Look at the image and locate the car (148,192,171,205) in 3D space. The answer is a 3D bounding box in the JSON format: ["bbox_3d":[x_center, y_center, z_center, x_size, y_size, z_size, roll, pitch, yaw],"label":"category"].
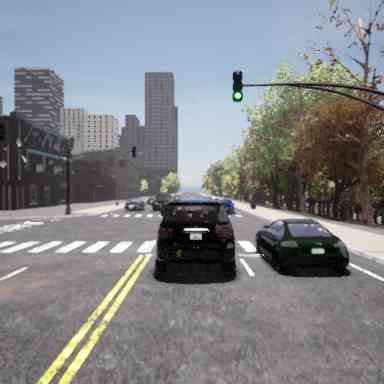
[{"bbox_3d":[-3.349,1.147,38.948,2.150,2.045,5.566,0,1,1],"label":"car"}]

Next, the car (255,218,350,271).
[{"bbox_3d":[3.353,1.545,10.857,1.994,1.385,4.181,0,0,0],"label":"car"}]

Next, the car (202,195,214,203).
[{"bbox_3d":[3.247,1.420,68.268,2.033,1.411,5.357,0,0,0],"label":"car"}]

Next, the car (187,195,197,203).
[{"bbox_3d":[-0.003,1.373,68.267,2.128,1.511,4.902,0,0,0],"label":"car"}]

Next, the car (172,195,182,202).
[{"bbox_3d":[-3.250,1.358,71.509,1.837,1.490,4.892,0,0,0],"label":"car"}]

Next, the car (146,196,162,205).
[{"bbox_3d":[-6.537,1.389,57.477,2.128,1.511,4.902,0,0,1],"label":"car"}]

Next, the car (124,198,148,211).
[{"bbox_3d":[-6.590,1.420,38.634,2.128,1.511,4.902,0,0,0],"label":"car"}]

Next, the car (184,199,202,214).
[{"bbox_3d":[0.100,1.465,34.763,1.812,1.442,4.674,0,0,0],"label":"car"}]

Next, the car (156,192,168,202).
[{"bbox_3d":[-6.499,1.079,72.214,2.150,2.045,5.566,0,0,0],"label":"car"}]

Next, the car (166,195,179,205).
[{"bbox_3d":[-3.298,1.376,56.403,1.882,1.535,5.008,0,0,0],"label":"car"}]

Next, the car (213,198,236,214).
[{"bbox_3d":[3.350,1.416,35.298,1.882,1.535,5.008,0,0,0],"label":"car"}]

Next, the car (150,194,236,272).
[{"bbox_3d":[0.101,1.203,10.921,2.150,2.045,5.566,0,0,0],"label":"car"}]
